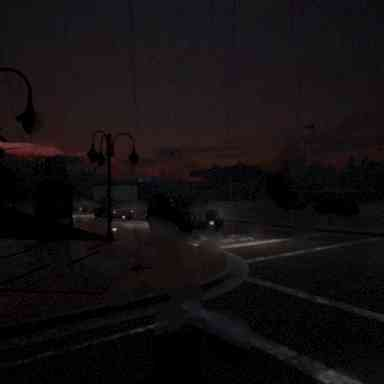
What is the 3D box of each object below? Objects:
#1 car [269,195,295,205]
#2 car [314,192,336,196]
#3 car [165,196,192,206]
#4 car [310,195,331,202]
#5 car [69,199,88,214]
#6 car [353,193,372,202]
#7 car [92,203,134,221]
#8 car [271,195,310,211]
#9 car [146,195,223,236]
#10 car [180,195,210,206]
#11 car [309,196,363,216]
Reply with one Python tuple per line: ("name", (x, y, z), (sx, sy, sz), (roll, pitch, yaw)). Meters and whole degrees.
("car", (14.523, 1.303, 53.884), (1.845, 1.501, 3.633), (0, 0, -36))
("car", (22.685, 1.274, 59.650), (2.007, 1.523, 4.514), (0, 0, -36))
("car", (-2.101, 1.334, 51.392), (2.007, 1.523, 4.514), (0, 0, -36))
("car", (28.288, 1.328, 73.184), (1.970, 1.475, 3.806), (0, 0, -36))
("car", (-12.761, 1.498, 35.831), (2.128, 1.511, 4.902), (0, 0, -36))
("car", (33.240, 1.064, 66.301), (1.932, 1.855, 4.605), (0, 0, -36))
("car", (-6.516, 1.608, 27.210), (1.895, 1.301, 4.718), (0, 0, -36))
("car", (11.138, 1.377, 37.972), (1.970, 1.475, 3.806), (0, 0, -36))
("car", (-0.625, 1.230, 19.116), (2.150, 2.045, 5.566), (0, 0, -36))
("car", (0.423, 1.323, 53.256), (2.152, 1.636, 5.027), (0, 0, -36))
("car", (13.019, 1.368, 30.199), (1.845, 1.501, 3.633), (0, 0, -36))
